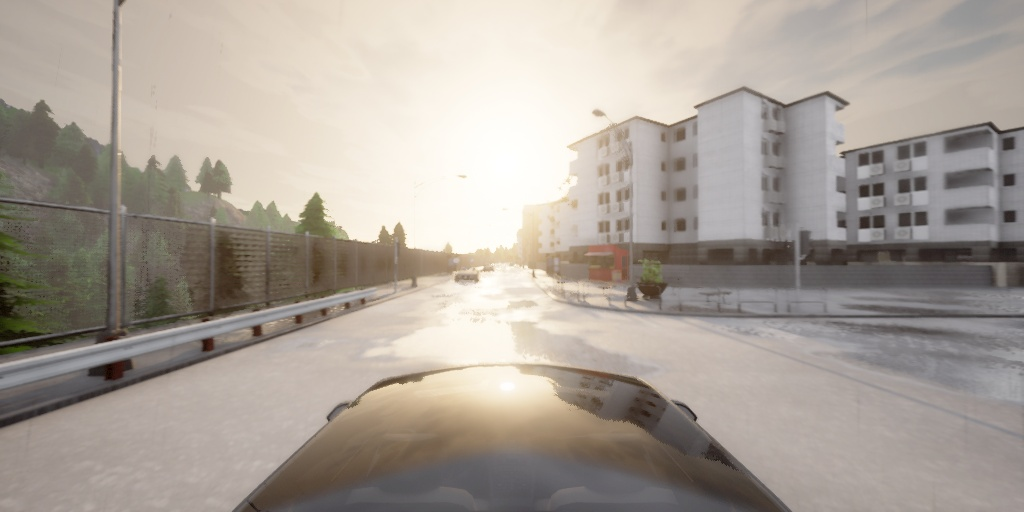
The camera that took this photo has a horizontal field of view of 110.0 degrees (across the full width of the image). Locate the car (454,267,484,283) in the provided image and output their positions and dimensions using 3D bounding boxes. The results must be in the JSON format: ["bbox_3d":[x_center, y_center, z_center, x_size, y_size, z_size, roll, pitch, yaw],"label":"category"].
[{"bbox_3d":[-4.008,1.690,32.861,1.994,1.385,4.181,0,-1,0],"label":"car"}]

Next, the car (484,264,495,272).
[{"bbox_3d":[-4.014,2.083,62.461,1.895,1.301,4.718,0,-1,0],"label":"car"}]
